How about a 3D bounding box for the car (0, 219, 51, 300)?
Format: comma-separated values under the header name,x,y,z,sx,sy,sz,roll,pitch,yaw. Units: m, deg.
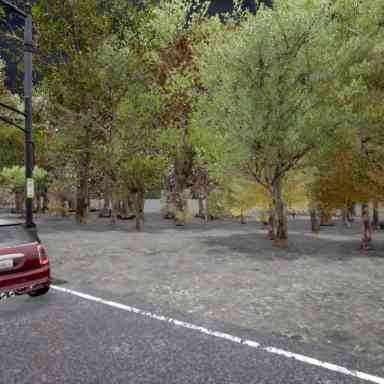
name,x,y,z,sx,sy,sz,roll,pitch,yaw
car,-5.196,1.350,7.379,4.553,1.767,2.097,0,1,35
